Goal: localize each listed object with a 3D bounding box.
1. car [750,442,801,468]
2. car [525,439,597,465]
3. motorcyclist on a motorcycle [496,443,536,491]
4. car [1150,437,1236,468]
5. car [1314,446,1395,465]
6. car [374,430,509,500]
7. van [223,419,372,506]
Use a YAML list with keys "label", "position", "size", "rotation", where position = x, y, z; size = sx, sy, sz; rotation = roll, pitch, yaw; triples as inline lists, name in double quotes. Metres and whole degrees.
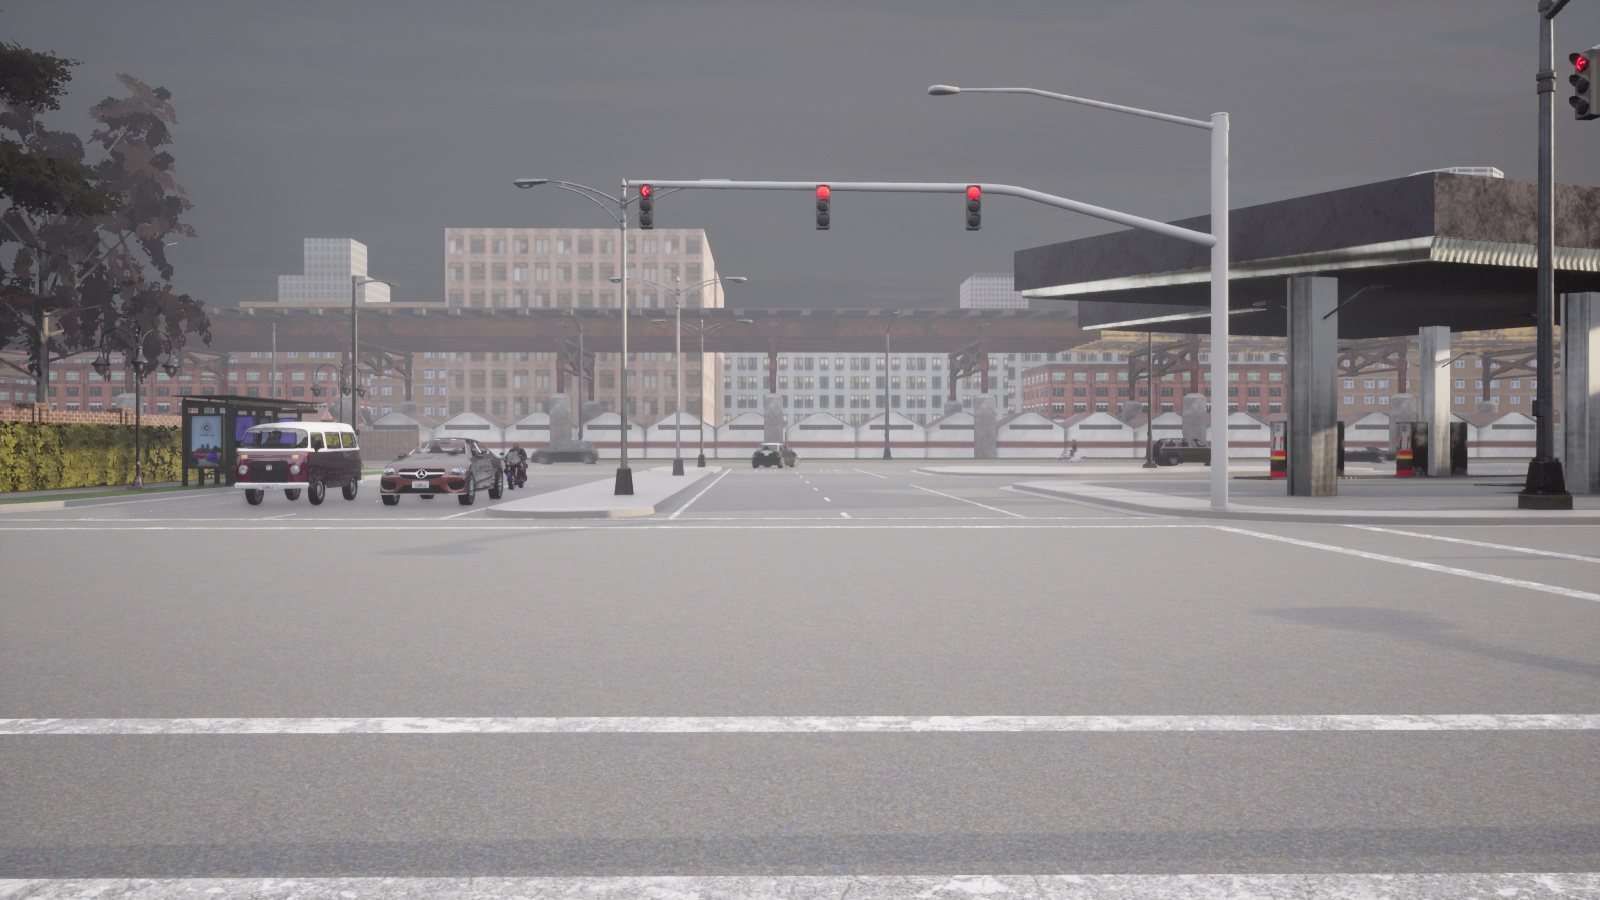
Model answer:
- label: "car"
  position: [-1.412, 0.289, 74.809]
  size: [1.970, 1.475, 3.806]
  rotation: [0, 0, 17]
- label: "car"
  position: [-16.204, 0.110, 85.314]
  size: [4.553, 1.767, 2.097]
  rotation: [0, 0, -2]
- label: "motorcyclist on a motorcycle"
  position: [-9.259, 0.543, 41.008]
  size: [0.866, 1.530, 2.191]
  rotation: [0, 0, -2]
- label: "car"
  position: [23.698, 0.154, 75.850]
  size: [4.605, 1.855, 1.932]
  rotation: [0, 0, -1]
- label: "car"
  position: [38.169, 0.389, 86.509]
  size: [4.718, 1.301, 1.895]
  rotation: [0, 0, 7]
- label: "car"
  position: [-9.015, 0.337, 32.078]
  size: [2.152, 1.651, 5.027]
  rotation: [0, 0, -2]
- label: "van"
  position: [-12.501, 0.282, 31.579]
  size: [2.069, 2.038, 4.480]
  rotation: [0, 0, -2]
